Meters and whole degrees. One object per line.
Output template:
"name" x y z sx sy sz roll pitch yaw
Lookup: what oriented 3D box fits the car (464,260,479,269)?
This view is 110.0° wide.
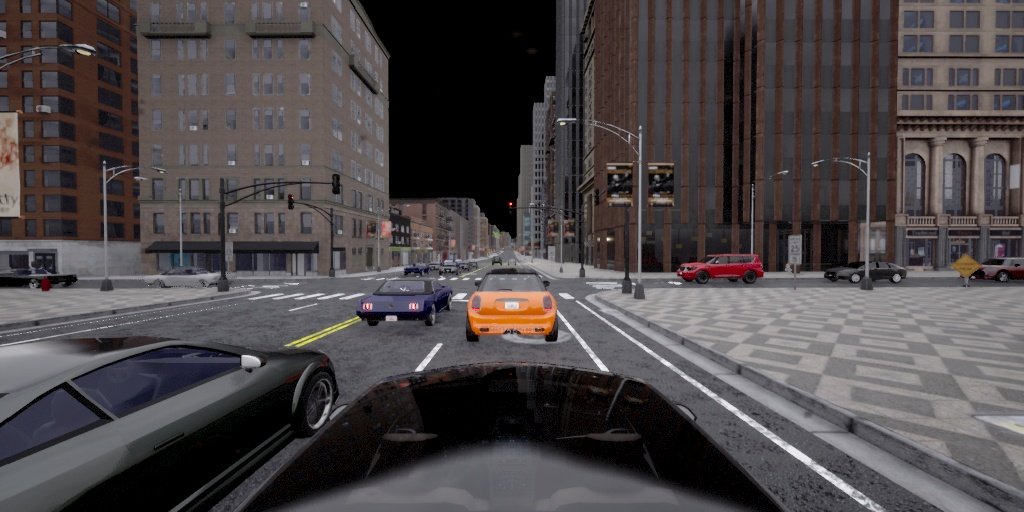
"car" -6.598 1.343 58.824 1.994 1.385 4.181 0 0 0

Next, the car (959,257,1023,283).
"car" 35.250 0.925 25.706 4.553 1.767 2.097 0 1 0

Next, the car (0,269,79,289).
"car" -31.884 1.476 23.660 4.718 1.301 1.895 0 1 0

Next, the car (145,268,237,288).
"car" -20.900 1.441 23.491 4.718 1.301 1.895 0 1 3

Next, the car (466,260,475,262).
"car" -6.613 1.338 48.804 1.994 1.385 4.181 0 0 0

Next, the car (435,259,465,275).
"car" -6.610 1.331 38.845 1.994 1.385 4.181 0 0 0

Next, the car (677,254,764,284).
"car" 14.833 0.876 25.634 5.566 2.045 2.150 0 1 0

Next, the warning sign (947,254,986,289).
"warning sign" 25.172 0.827 19.872 1.060 1.860 1.300 0 0 0

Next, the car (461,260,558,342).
"car" 0.007 1.101 9.959 2.097 1.767 4.553 0 0 0

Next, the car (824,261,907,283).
"car" 25.214 1.118 25.675 4.892 1.490 1.837 0 1 0

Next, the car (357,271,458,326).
"car" -3.152 1.350 11.610 1.895 1.301 4.718 0 0 0

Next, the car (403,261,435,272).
"car" -9.862 1.367 37.637 1.895 1.301 4.718 0 0 0

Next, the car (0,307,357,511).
"car" -3.158 1.314 2.790 1.994 1.385 4.181 0 0 1
